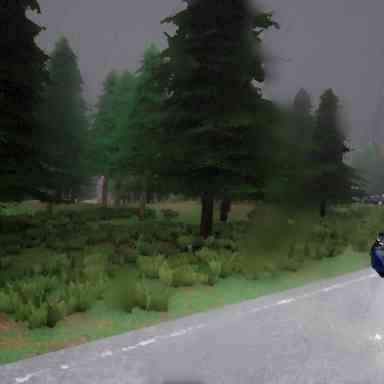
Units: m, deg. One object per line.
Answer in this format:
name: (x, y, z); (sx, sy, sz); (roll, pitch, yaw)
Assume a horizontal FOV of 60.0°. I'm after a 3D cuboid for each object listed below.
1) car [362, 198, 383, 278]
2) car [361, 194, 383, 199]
car: (7.068, 1.229, 8.923); (5.566, 2.045, 2.150); (-1, 0, -36)
car: (23.834, 1.001, 42.603); (1.882, 1.535, 5.008); (4, 2, -13)
